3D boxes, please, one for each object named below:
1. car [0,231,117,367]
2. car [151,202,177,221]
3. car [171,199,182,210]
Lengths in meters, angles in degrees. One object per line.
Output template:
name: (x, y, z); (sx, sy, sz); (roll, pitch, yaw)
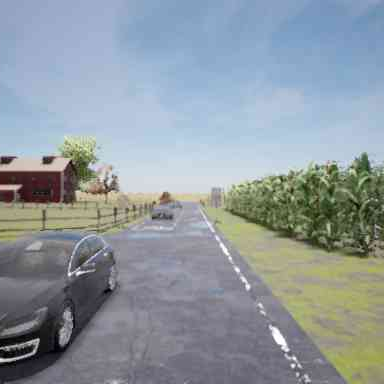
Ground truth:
car: (-2.745, 1.587, 6.338); (1.837, 1.490, 4.892); (0, 0, 0)
car: (-2.741, 1.982, 31.888); (1.994, 1.385, 4.181); (0, -1, 0)
car: (-2.735, 2.026, 56.810); (2.097, 1.767, 4.553); (0, -1, 0)
